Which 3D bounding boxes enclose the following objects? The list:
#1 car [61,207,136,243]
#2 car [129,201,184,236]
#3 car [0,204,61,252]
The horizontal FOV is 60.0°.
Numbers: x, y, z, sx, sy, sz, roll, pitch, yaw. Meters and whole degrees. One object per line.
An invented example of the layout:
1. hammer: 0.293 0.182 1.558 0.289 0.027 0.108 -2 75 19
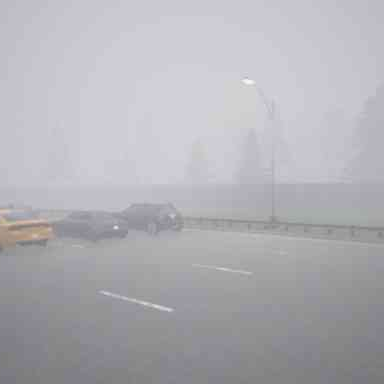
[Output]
1. car: -5.028 1.560 16.115 4.181 1.385 1.994 0 0 36
2. car: -2.737 1.346 18.779 4.553 1.767 2.097 0 0 36
3. car: -7.840 1.472 13.833 5.008 1.535 1.882 0 0 36
